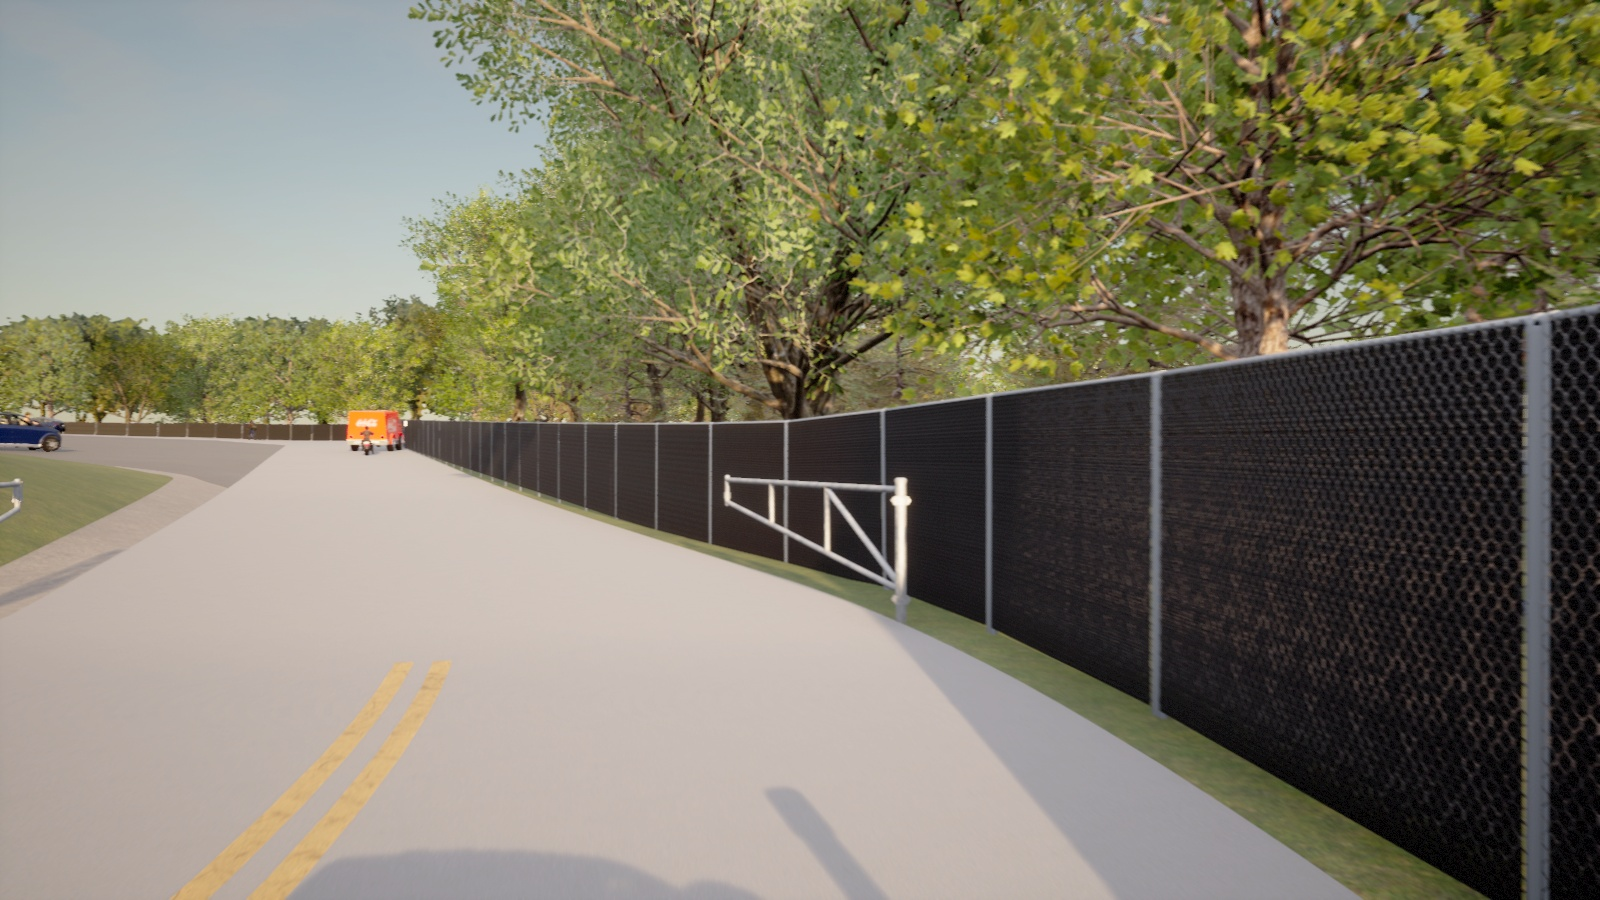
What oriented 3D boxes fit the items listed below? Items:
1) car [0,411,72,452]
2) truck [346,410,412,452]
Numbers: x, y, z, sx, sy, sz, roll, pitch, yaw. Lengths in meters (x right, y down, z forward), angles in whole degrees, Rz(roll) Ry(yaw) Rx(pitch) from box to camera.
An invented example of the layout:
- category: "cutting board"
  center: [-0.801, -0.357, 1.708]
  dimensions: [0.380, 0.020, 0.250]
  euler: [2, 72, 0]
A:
- category: "car"
  center: [-32.575, -0.791, 52.001]
  dimensions: [1.789, 1.549, 3.705]
  euler: [4, 0, 35]
- category: "truck"
  center: [-25.845, -1.221, 77.321]
  dimensions: [2.627, 2.467, 5.204]
  euler: [1, 2, -4]
